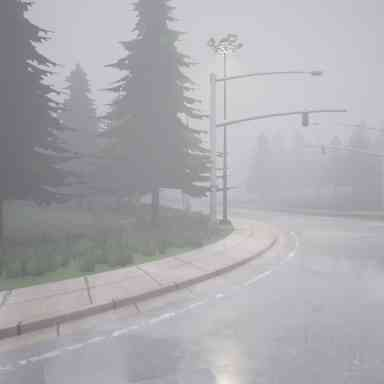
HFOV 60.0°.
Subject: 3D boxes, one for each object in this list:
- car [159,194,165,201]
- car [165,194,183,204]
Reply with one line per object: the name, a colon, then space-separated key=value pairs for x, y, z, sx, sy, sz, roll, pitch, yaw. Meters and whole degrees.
car: x=-7.033 y=1.186 z=75.158 sx=2.150 sy=2.045 sz=5.566 roll=0 pitch=0 yaw=-21
car: x=-3.165 y=1.547 z=65.415 sx=2.033 sy=1.411 sz=5.357 roll=0 pitch=0 yaw=-21
